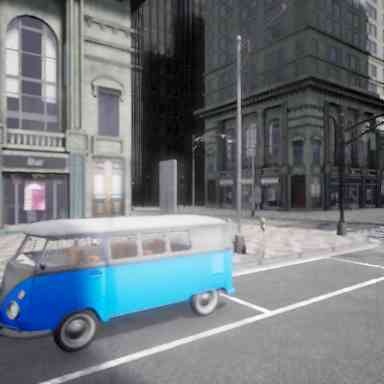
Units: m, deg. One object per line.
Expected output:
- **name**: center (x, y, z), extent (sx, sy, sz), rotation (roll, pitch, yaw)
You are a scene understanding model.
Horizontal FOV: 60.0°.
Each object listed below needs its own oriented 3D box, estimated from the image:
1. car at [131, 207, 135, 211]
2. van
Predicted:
- **car**: center (-10.098, 2.362, 48.296), extent (1.895, 1.301, 4.718), rotation (0, -1, -35)
- **van**: center (-1.091, 1.340, 5.875), extent (3.998, 1.788, 1.690), rotation (0, 0, -36)
